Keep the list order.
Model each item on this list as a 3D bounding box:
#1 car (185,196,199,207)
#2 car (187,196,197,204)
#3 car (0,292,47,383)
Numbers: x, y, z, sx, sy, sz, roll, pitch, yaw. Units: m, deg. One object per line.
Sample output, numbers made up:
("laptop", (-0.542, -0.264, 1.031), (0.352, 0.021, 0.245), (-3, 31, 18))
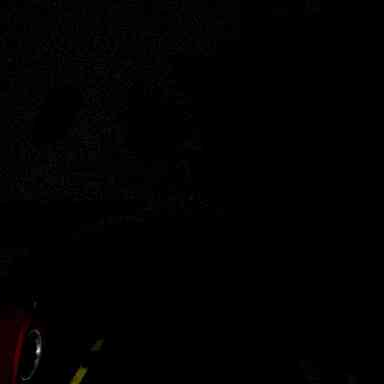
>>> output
("car", (-0.016, 1.312, 50.820), (2.097, 1.767, 4.553), (0, 0, 0))
("car", (-0.019, 1.476, 60.862), (1.812, 1.442, 4.674), (0, 0, 0))
("car", (-2.822, 1.563, 2.503), (1.994, 1.385, 4.181), (0, 0, 0))
